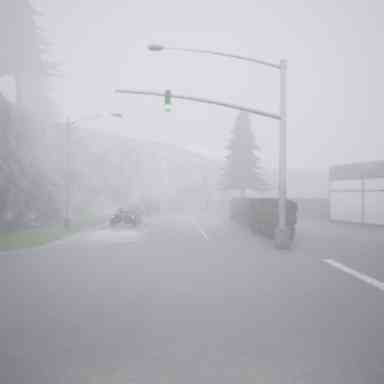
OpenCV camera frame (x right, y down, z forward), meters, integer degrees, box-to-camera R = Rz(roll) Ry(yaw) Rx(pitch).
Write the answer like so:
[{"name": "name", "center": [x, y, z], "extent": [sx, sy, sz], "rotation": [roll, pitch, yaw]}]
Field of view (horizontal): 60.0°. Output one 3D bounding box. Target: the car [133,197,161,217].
[{"name": "car", "center": [-5.045, 1.570, 36.339], "extent": [2.150, 2.045, 5.566], "rotation": [0, -1, 11]}]

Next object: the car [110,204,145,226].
[{"name": "car", "center": [-4.940, 1.829, 25.331], "extent": [1.895, 1.301, 4.718], "rotation": [1, -1, -3]}]
